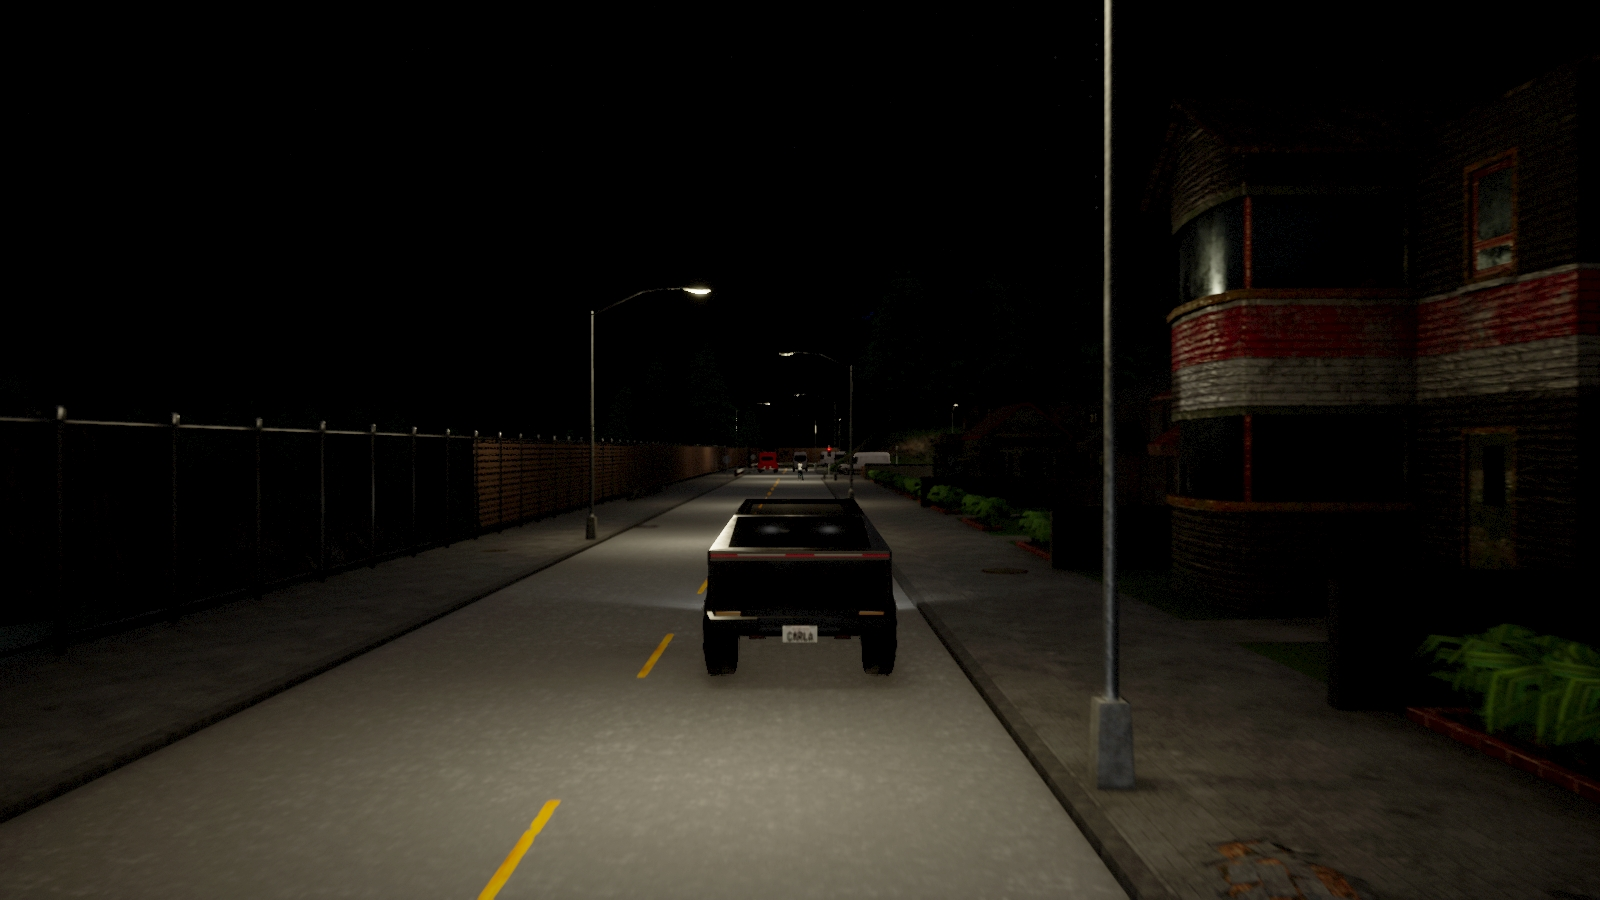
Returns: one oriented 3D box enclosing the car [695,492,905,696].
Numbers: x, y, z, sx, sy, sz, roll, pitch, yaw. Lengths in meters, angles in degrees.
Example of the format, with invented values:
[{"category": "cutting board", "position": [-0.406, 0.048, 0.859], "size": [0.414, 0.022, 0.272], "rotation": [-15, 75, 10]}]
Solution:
[{"category": "car", "position": [-0.001, 1.753, 16.162], "size": [2.390, 2.098, 6.274], "rotation": [0, 0, 0]}]
